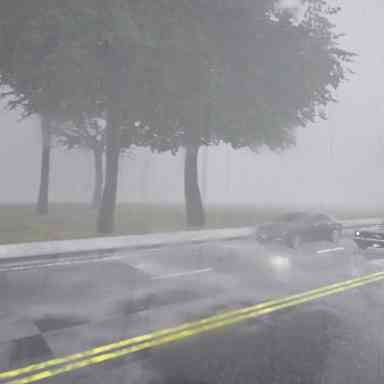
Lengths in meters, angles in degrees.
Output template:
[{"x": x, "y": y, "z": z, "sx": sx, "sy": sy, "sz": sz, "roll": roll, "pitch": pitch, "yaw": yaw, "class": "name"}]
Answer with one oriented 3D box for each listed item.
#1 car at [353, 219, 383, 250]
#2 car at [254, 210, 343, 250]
[{"x": 8.805, "y": 1.754, "z": 13.970, "sx": 4.718, "sy": 1.301, "sz": 1.895, "roll": 1, "pitch": 0, "yaw": -36, "class": "car"}, {"x": 4.962, "y": 1.634, "z": 15.219, "sx": 4.892, "sy": 1.490, "sz": 1.837, "roll": 1, "pitch": 0, "yaw": -36, "class": "car"}]
